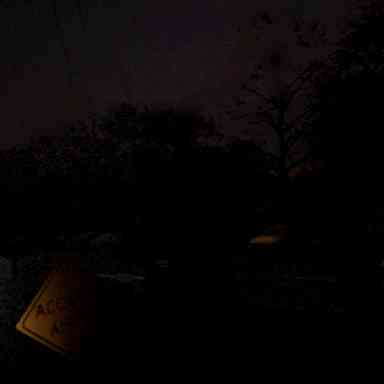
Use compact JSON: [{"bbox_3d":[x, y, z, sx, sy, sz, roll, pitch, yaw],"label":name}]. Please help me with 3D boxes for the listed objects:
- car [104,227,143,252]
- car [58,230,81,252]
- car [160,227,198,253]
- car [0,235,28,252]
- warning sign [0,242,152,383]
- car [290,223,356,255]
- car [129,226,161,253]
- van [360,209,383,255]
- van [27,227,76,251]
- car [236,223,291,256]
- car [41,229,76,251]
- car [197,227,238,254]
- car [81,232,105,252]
[{"bbox_3d":[-3.997,3.553,25.651,2.185,1.767,4.553,-7,-4,35],"label":"car"},{"bbox_3d":[-8.505,4.216,28.825,2.097,1.535,5.008,-7,-4,35],"label":"car"},{"bbox_3d":[0.488,3.141,22.403,2.231,1.521,4.892,-7,-4,35],"label":"car"},{"bbox_3d":[-17.509,5.325,35.225,2.163,1.488,4.792,-7,-4,35],"label":"car"},{"bbox_3d":[-1.425,1.658,3.987,1.060,1.860,1.300,-10,-4,35],"label":"warning sign"},{"bbox_3d":[7.255,2.365,17.615,2.163,1.488,4.792,-7,-4,35],"label":"car"},{"bbox_3d":[-1.754,3.408,24.018,2.097,1.535,5.008,-7,-4,35],"label":"car"},{"bbox_3d":[9.396,1.843,15.906,1.878,1.987,4.442,-7,-4,35],"label":"van"},{"bbox_3d":[-12.949,4.531,32.148,1.878,1.987,4.442,-7,-4,35],"label":"van"},{"bbox_3d":[4.877,2.600,19.048,1.946,1.575,5.366,-7,-4,35],"label":"car"},{"bbox_3d":[-10.750,4.526,30.430,2.002,1.452,4.674,-7,-4,35],"label":"car"},{"bbox_3d":[2.758,2.901,20.825,2.163,1.488,4.792,-7,-4,35],"label":"car"},{"bbox_3d":[-6.252,3.987,27.220,2.002,1.452,4.674,-7,-4,35],"label":"car"}]
